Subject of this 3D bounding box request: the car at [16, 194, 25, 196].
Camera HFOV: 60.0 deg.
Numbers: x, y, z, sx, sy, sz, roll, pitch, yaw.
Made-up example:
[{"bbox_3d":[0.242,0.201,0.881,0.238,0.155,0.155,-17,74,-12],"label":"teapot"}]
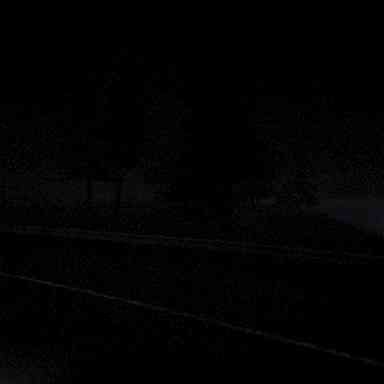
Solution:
[{"bbox_3d":[-40.706,1.177,79.202,1.994,1.385,4.181,0,0,0],"label":"car"}]
